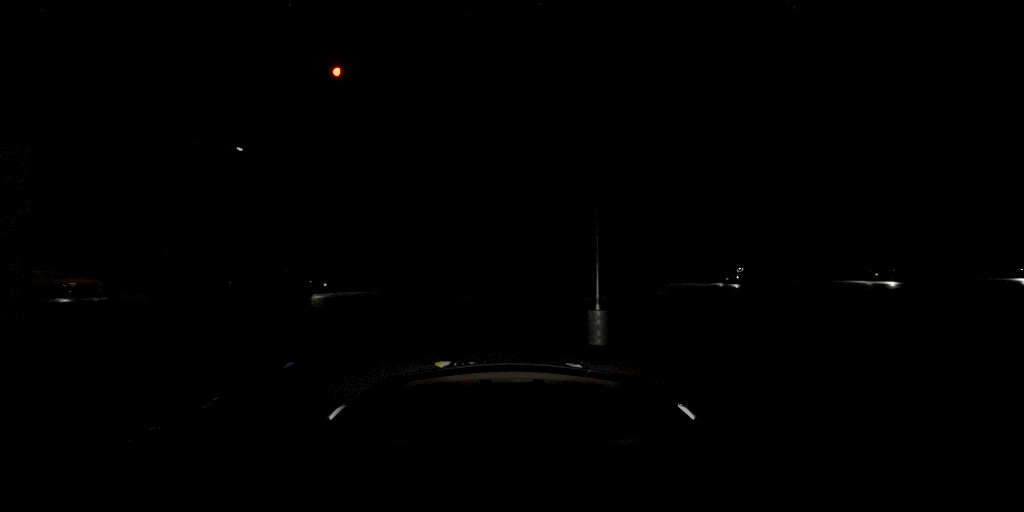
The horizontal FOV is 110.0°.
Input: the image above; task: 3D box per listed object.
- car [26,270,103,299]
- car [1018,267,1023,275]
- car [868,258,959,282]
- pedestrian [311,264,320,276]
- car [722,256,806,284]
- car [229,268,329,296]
[{"bbox_3d":[-25.747,1.537,19.826,5.008,1.535,1.882,-1,-2,0],"label":"car"},{"bbox_3d":[36.727,0.751,23.359,5.357,1.411,2.033,-1,-2,0],"label":"car"},{"bbox_3d":[26.132,0.891,23.394,4.674,1.442,1.812,-1,-2,1],"label":"car"},{"bbox_3d":[-15.058,1.466,27.397,0.375,1.860,0.375,0,-1,0],"label":"pedestrian"},{"bbox_3d":[16.283,0.875,23.422,4.553,1.767,2.097,-1,-2,0],"label":"car"},{"bbox_3d":[-12.737,1.386,19.788,4.892,1.490,1.837,-1,-2,0],"label":"car"}]
